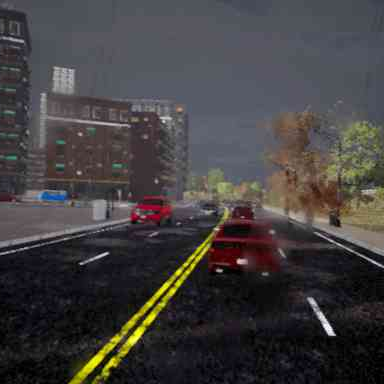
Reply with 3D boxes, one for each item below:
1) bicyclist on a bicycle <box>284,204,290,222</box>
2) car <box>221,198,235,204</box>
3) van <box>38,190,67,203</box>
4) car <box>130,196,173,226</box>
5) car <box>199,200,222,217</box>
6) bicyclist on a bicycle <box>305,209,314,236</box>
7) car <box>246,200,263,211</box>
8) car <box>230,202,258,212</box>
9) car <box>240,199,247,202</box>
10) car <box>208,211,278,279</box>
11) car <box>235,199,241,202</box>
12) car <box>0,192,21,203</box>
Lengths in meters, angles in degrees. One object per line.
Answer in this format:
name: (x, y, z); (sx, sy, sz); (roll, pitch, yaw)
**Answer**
bicyclist on a bicycle: (8.707, 1.967, 30.562); (0.659, 1.776, 1.843); (2, 0, 8)
car: (10.148, 2.749, 94.502); (2.033, 1.411, 5.357); (2, 0, 2)
van: (-20.905, 0.650, 50.237); (3.998, 1.788, 1.690); (3, -2, -22)
car: (-2.869, 1.367, 25.084); (2.150, 2.045, 5.566); (2, -1, 8)
car: (1.982, 1.943, 36.302); (1.812, 1.442, 4.674); (2, -1, 8)
bicyclist on a bicycle: (7.323, 1.910, 20.757); (0.582, 1.620, 1.656); (2, -1, 9)
car: (10.796, 2.393, 55.724); (2.128, 1.511, 4.902); (2, 0, 6)
car: (4.449, 1.915, 29.278); (1.882, 1.535, 5.008); (2, -1, 8)
car: (12.131, 2.573, 72.299); (1.882, 1.535, 5.008); (2, -1, 4)
car: (1.678, 1.643, 10.829); (1.882, 1.535, 5.008); (2, -1, 9)
car: (13.395, 2.816, 94.360); (1.837, 1.490, 4.892); (2, 0, 2)
car: (-23.046, 0.699, 40.304); (4.206, 1.307, 1.802); (3, -2, -22)
